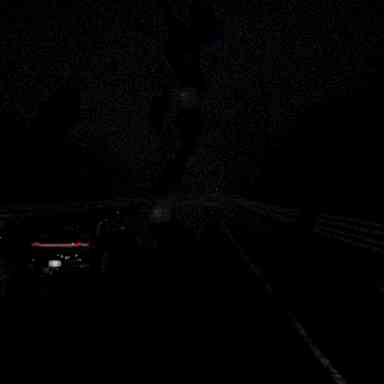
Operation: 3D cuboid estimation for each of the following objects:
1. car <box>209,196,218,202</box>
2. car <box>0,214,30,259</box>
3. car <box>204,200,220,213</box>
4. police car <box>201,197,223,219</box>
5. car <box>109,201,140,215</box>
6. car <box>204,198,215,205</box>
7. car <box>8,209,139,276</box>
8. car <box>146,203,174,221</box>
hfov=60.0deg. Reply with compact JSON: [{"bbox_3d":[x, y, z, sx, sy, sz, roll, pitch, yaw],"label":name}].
[{"bbox_3d":[5.260,1.673,80.675,1.812,1.442,4.674,0,0,8],"label":"car"},{"bbox_3d":[-6.731,1.561,12.420,1.812,1.442,4.674,0,0,1],"label":"car"},{"bbox_3d":[2.439,1.682,40.436,1.812,1.442,4.674,0,0,4],"label":"car"},{"bbox_3d":[1.865,1.541,30.717,1.930,1.638,5.238,0,0,3],"label":"police car"},{"bbox_3d":[-6.087,1.586,30.359,1.882,1.535,5.008,0,0,3],"label":"car"},{"bbox_3d":[3.468,1.827,65.132,1.994,1.385,4.181,0,0,6],"label":"car"},{"bbox_3d":[-3.268,1.523,10.465,2.128,1.511,4.902,0,0,1],"label":"car"},{"bbox_3d":[-2.663,1.668,28.671,1.994,1.385,4.181,0,0,3],"label":"car"}]
